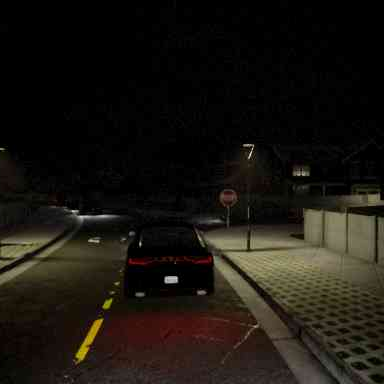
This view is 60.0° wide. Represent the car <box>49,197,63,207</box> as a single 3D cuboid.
[{"bbox_3d":[-20.692,1.453,51.654,1.882,1.535,5.008,0,0,-36],"label":"car"}]

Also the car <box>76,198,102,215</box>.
[{"bbox_3d":[-10.443,1.477,34.027,1.837,1.490,4.892,0,0,-24],"label":"car"}]

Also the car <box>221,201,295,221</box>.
[{"bbox_3d":[4.962,1.390,25.001,5.357,1.411,2.033,-1,1,-9],"label":"car"}]

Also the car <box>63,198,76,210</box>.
[{"bbox_3d":[-14.909,1.494,42.861,1.812,1.442,4.674,0,0,-30],"label":"car"}]

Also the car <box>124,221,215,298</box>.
[{"bbox_3d":[-0.636,1.474,8.626,1.882,1.535,5.008,0,0,-6],"label":"car"}]
